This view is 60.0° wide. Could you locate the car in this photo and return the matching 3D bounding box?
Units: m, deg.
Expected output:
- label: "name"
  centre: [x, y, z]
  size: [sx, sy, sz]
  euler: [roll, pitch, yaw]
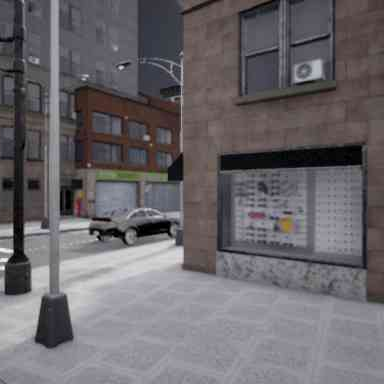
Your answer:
- label: "car"
  centre: [-2.436, 1.433, 15.335]
  size: [2.128, 1.511, 4.902]
  euler: [0, 0, 35]
